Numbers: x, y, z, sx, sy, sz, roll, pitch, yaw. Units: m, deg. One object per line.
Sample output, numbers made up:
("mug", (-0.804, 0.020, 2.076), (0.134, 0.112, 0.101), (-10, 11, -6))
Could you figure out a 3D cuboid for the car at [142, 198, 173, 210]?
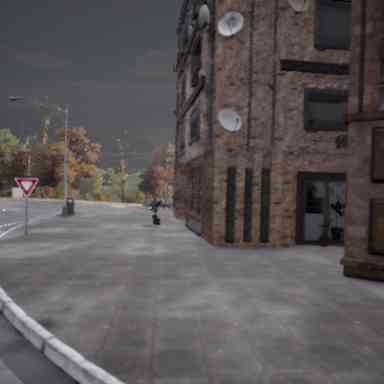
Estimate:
("car", (-4.408, 1.526, 43.900), (1.812, 1.442, 4.674), (2, -2, 42))
